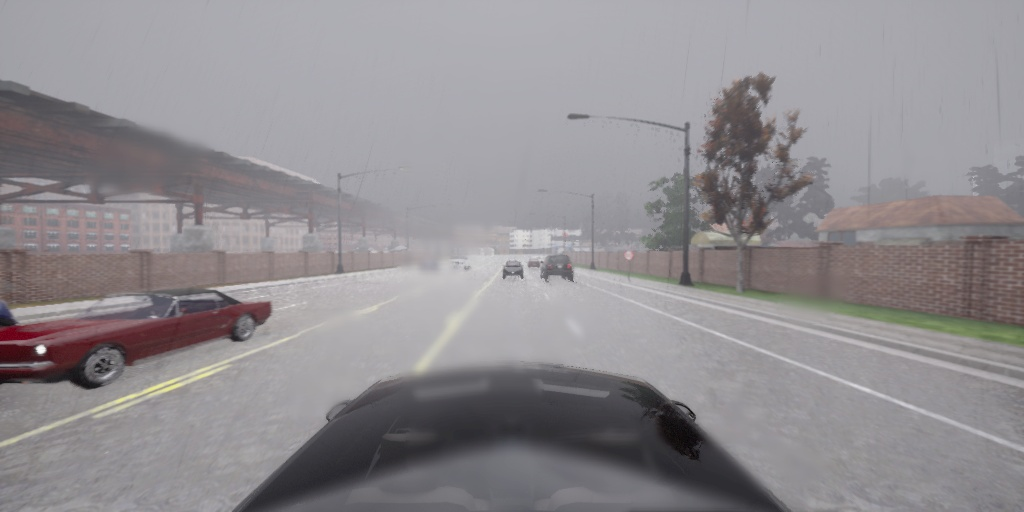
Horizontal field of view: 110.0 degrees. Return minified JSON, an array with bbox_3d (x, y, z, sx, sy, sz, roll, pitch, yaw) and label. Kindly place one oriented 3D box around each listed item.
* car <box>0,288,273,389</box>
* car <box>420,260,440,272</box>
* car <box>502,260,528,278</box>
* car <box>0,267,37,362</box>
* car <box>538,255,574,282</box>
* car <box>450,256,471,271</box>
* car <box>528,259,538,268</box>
[{"bbox_3d":[-7.101,1.349,6.995,1.895,1.301,4.718,0,0,0],"label":"car"},{"bbox_3d":[-10.578,1.266,46.578,1.812,1.442,4.674,0,0,0],"label":"car"},{"bbox_3d":[0.090,1.235,33.374,2.128,1.511,4.902,0,0,0],"label":"car"},{"bbox_3d":[-10.597,1.101,4.936,2.097,1.767,4.553,0,0,0],"label":"car"},{"bbox_3d":[3.591,0.963,28.996,2.150,2.045,5.566,0,0,0],"label":"car"},{"bbox_3d":[-7.063,0.952,49.777,2.150,2.045,5.566,0,0,0],"label":"car"},{"bbox_3d":[3.582,1.215,59.365,1.882,1.535,5.008,0,0,0],"label":"car"}]
